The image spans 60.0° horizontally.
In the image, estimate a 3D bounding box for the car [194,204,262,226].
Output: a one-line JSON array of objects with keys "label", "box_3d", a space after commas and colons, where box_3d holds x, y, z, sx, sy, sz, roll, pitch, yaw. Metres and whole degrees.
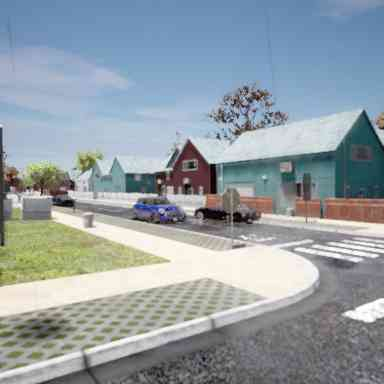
[{"label": "car", "box_3d": [2.161, 1.378, 21.586, 1.895, 1.301, 4.718, -1, 1, -36]}]

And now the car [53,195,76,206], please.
[{"label": "car", "box_3d": [-16.423, 1.032, 42.595, 2.033, 1.411, 5.357, -1, 1, -35]}]

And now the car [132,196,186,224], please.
[{"label": "car", "box_3d": [-2.335, 1.127, 22.745, 2.097, 1.767, 4.553, -1, 1, -35]}]
